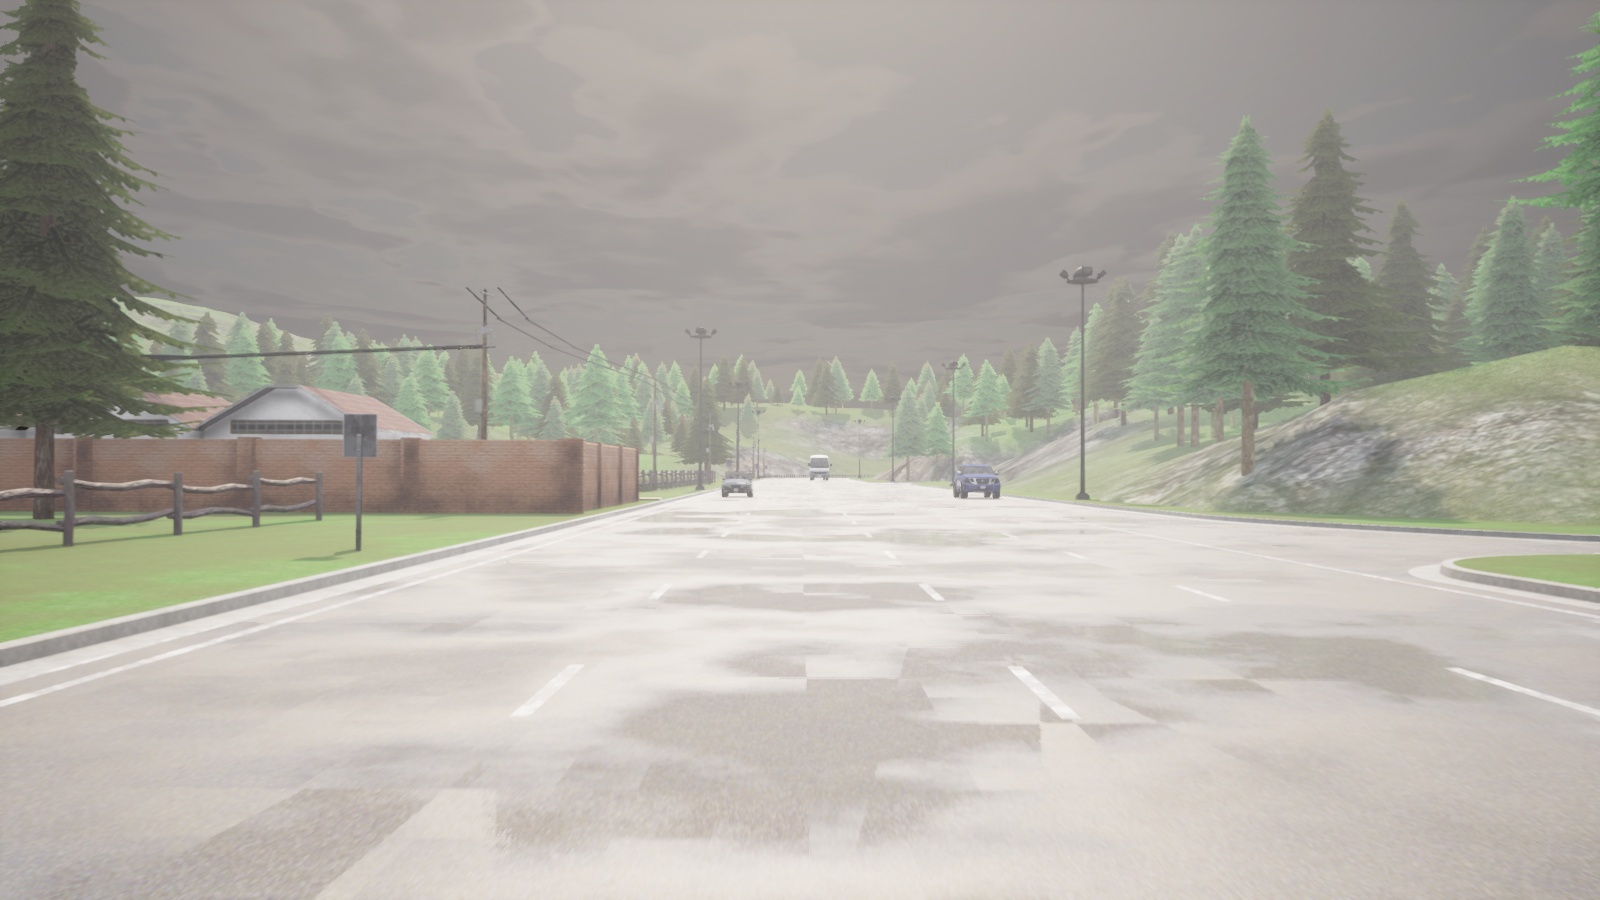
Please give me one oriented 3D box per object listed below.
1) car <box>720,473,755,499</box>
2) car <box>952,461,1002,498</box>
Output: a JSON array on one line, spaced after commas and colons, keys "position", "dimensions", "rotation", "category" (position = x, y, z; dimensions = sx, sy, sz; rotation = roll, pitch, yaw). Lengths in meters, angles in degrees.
[{"position": [-3.668, 2.085, 74.220], "dimensions": [1.816, 1.474, 4.193], "rotation": [0, -1, 0], "category": "car"}, {"position": [10.332, 1.727, 73.631], "dimensions": [2.150, 2.045, 5.566], "rotation": [0, -1, 0], "category": "car"}]
